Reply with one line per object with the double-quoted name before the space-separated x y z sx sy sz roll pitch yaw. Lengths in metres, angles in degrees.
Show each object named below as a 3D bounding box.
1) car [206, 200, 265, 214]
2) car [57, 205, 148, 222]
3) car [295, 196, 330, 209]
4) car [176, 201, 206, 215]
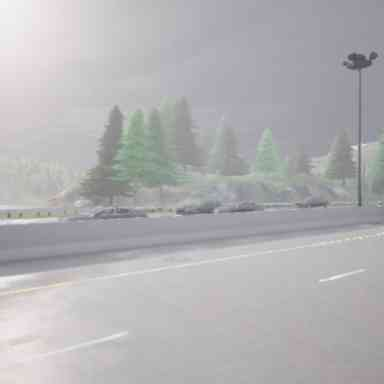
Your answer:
"car" 4.010 1.458 28.166 4.902 1.511 2.128 0 0 -34
"car" -4.686 1.479 17.838 4.902 1.511 2.128 0 0 -35
"car" 15.509 1.297 43.018 4.553 1.767 2.097 0 0 -25
"car" 1.212 1.514 30.553 5.357 1.411 2.033 0 0 -35
